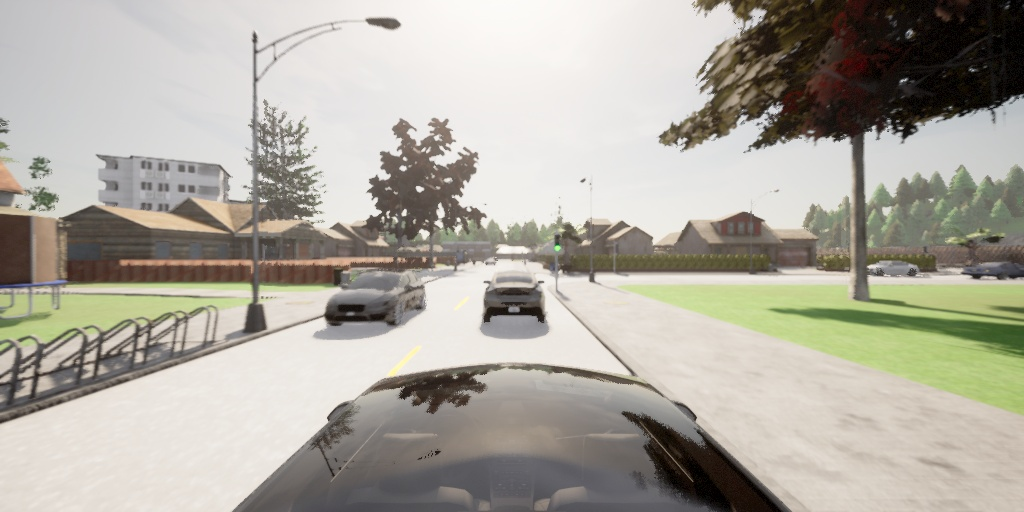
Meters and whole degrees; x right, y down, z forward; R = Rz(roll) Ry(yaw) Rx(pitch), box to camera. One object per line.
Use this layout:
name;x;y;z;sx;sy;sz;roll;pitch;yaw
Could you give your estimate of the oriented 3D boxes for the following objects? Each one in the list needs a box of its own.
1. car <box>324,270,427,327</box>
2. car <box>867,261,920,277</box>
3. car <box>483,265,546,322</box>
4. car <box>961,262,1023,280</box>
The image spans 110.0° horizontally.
car;-4.068;1.220;11.482;1.837;1.490;4.892;0;0;0
car;34.603;1.162;33.016;4.674;1.442;1.812;0;0;1
car;0.066;1.215;12.067;1.837;1.490;4.892;0;0;0
car;39.828;1.200;28.959;5.357;1.411;2.033;0;0;0
